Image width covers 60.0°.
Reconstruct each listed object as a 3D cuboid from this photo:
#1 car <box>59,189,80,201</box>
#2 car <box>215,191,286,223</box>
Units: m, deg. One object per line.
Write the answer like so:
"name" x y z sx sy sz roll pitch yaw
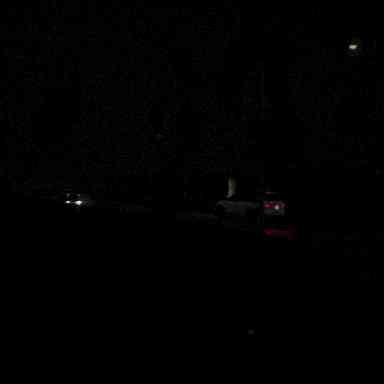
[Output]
"car" -18.431 0.392 50.192 2.097 1.767 4.553 1 1 -35
"car" 3.893 0.974 22.963 2.150 2.045 5.566 1 1 -31
